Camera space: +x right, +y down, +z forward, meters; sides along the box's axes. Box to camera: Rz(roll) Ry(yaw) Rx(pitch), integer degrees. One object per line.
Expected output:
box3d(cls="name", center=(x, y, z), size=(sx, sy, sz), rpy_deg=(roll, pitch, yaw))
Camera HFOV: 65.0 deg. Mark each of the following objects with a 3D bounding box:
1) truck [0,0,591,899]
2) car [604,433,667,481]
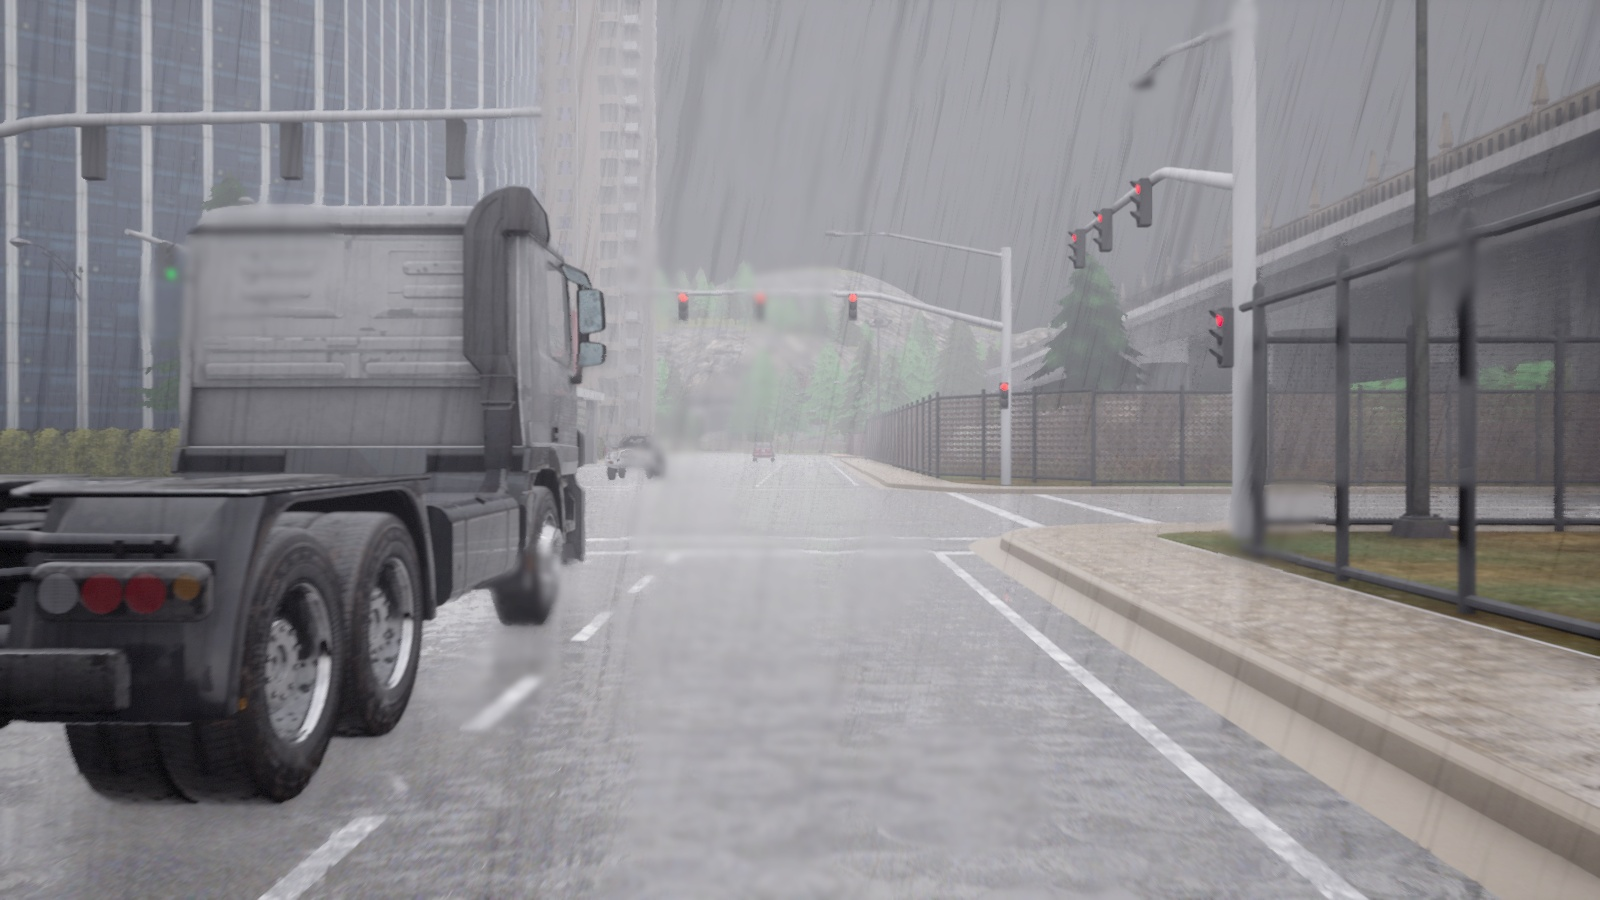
box3d(cls="truck", center=(-3.439, -0.282, 7.867), size=(2.891, 3.462, 7.936), rpy_deg=(0, 0, 0))
box3d(cls="car", center=(-6.693, 0.268, 51.495), size=(1.932, 1.855, 4.605), rpy_deg=(0, 0, 0))
